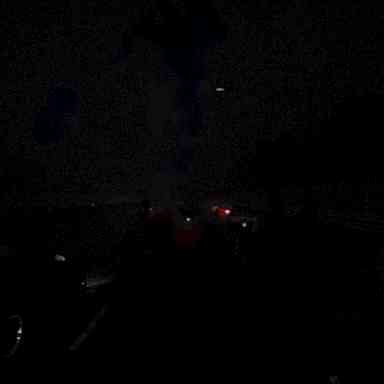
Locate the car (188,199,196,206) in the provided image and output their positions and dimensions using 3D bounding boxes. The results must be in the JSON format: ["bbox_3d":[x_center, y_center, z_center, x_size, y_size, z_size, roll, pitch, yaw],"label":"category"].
[{"bbox_3d":[-0.009,2.622,82.339,2.097,1.767,4.553,0,-1,0],"label":"car"}]

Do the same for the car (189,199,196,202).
[{"bbox_3d":[-0.008,2.593,72.197,1.837,1.490,4.892,0,-1,0],"label":"car"}]

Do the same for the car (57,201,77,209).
[{"bbox_3d":[-21.056,2.313,56.112,2.128,1.511,4.902,0,-1,1],"label":"car"}]

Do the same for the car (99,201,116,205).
[{"bbox_3d":[-14.060,2.367,57.371,1.812,1.442,4.674,0,-1,0],"label":"car"}]

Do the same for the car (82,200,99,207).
[{"bbox_3d":[-17.550,2.209,58.278,2.097,1.767,4.553,0,-1,0],"label":"car"}]

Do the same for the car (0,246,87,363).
[{"bbox_3d":[-3.400,1.648,5.980,1.994,1.385,4.181,0,-1,0],"label":"car"}]

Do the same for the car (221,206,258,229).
[{"bbox_3d":[3.498,1.937,24.347,1.895,1.301,4.718,0,-1,0],"label":"car"}]

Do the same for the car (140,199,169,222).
[{"bbox_3d":[-3.403,1.647,30.523,2.150,2.045,5.566,0,-1,0],"label":"car"}]

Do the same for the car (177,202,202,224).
[{"bbox_3d":[-0.219,1.900,28.384,1.837,1.490,4.892,0,0,1],"label":"car"}]

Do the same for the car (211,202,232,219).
[{"bbox_3d":[3.497,1.999,35.354,2.163,1.488,4.792,0,-1,0],"label":"car"}]
